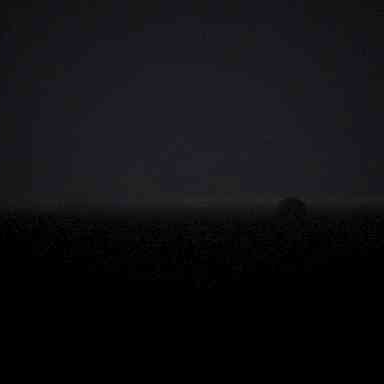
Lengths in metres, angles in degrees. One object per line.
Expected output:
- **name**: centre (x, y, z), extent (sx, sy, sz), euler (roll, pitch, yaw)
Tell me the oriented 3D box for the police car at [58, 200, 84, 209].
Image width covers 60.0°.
- **police car**: centre (-23.308, 2.412, 64.120), extent (1.930, 1.638, 5.238), euler (-1, -1, 35)
